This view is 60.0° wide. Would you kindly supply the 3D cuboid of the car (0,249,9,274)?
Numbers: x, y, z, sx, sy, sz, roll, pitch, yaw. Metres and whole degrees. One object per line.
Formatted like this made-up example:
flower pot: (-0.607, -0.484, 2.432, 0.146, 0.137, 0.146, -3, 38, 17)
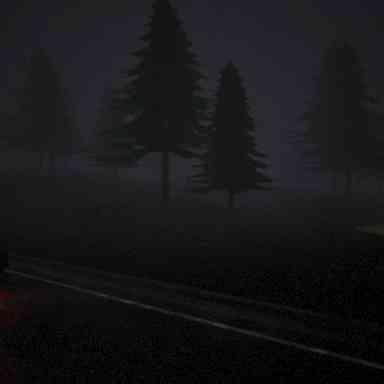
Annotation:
car: (-7.030, 1.717, 9.009, 4.718, 1.301, 1.895, -1, 0, 35)
